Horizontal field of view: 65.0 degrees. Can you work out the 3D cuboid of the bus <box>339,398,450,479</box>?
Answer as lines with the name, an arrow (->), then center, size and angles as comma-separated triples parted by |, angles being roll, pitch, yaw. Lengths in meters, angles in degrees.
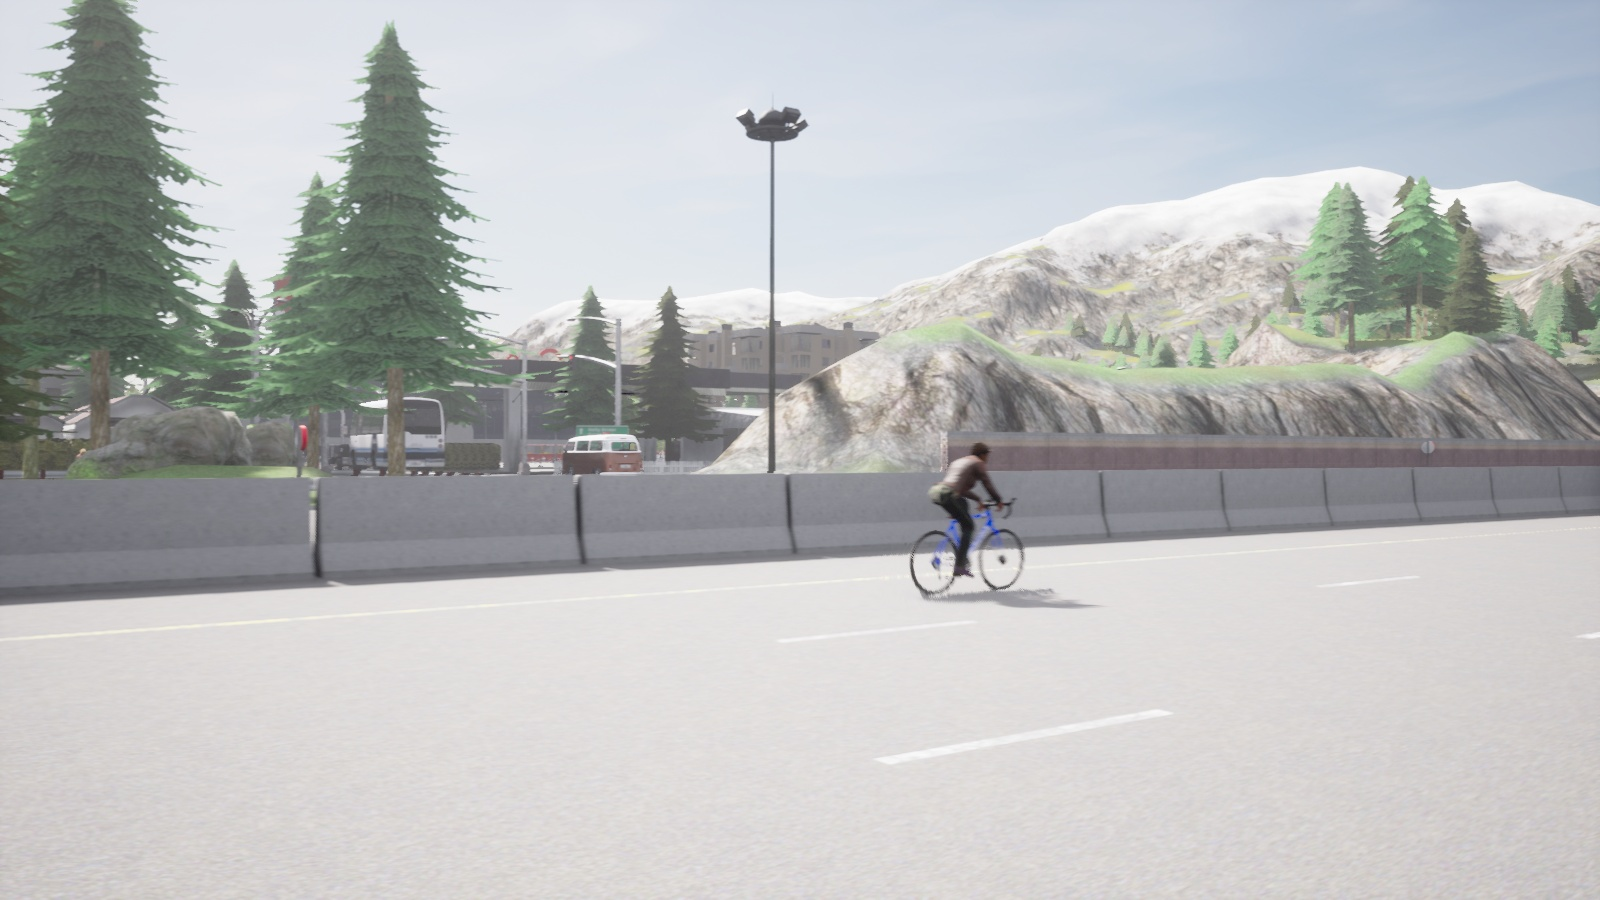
bus -> -23.339, -0.596, 71.746 | 3.944, 4.253, 10.273 | 0, 0, -30

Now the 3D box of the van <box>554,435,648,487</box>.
van -> -8.250, 0.419, 51.773 | 2.069, 2.038, 4.480 | 0, 0, -35

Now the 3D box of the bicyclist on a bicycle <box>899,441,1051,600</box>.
bicyclist on a bicycle -> 1.894, 0.727, 13.505 | 1.656, 1.620, 0.582 | 1, -1, -35

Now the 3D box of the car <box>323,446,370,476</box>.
car -> -29.811, 0.686, 82.441 | 1.905, 1.878, 3.866 | 1, 0, -35
